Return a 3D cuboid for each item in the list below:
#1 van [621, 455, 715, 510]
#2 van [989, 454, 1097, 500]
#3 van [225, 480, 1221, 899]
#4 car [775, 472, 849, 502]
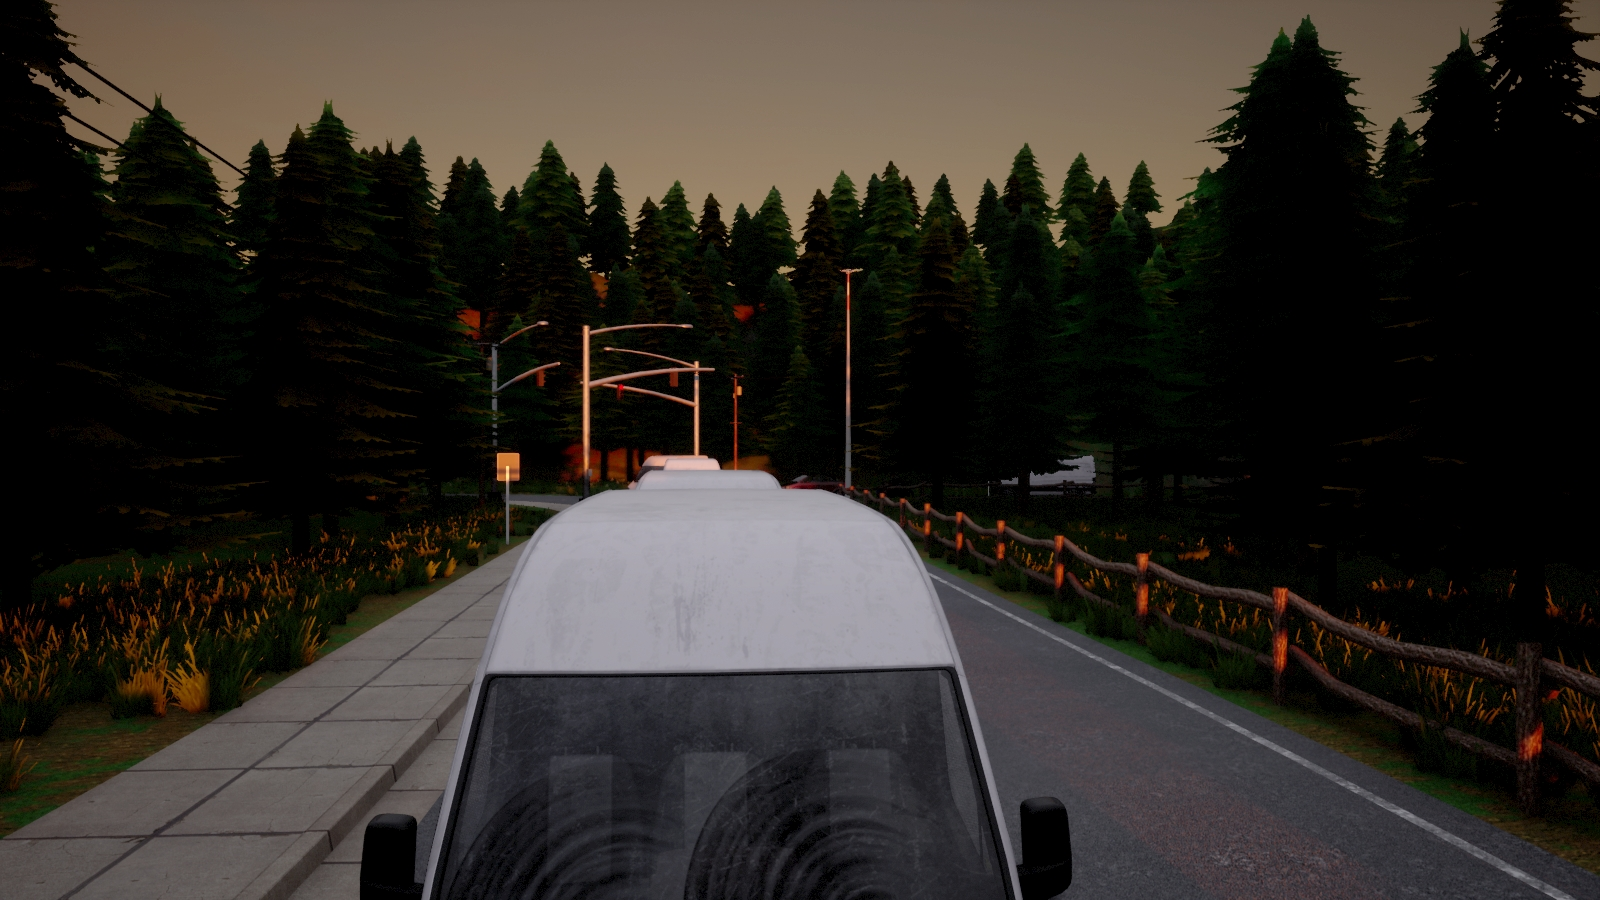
[{"bbox_3d":[-6.387,1.515,56.031,1.988,2.561,5.915,0,0,22],"label":"van"},{"bbox_3d":[13.812,1.534,65.211,5.915,2.561,1.988,0,0,8],"label":"van"},{"bbox_3d":[-0.362,1.499,5.234,1.988,2.561,5.915,0,0,-5],"label":"van"},{"bbox_3d":[0.673,2.026,63.061,3.705,1.549,1.789,0,0,-20],"label":"car"}]
